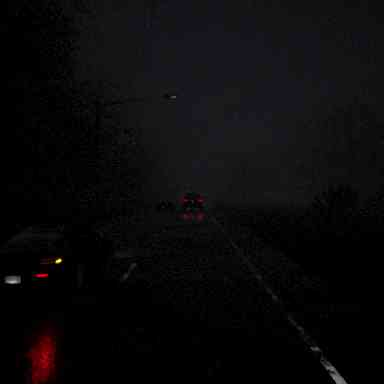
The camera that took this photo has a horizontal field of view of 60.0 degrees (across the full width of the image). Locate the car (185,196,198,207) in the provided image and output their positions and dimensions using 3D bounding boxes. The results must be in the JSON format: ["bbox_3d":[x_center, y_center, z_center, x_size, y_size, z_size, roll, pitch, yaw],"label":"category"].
[{"bbox_3d":[-0.019,1.365,48.865,1.812,1.442,4.674,0,0,0],"label":"car"}]

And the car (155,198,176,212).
[{"bbox_3d":[-2.887,1.356,36.732,1.882,1.535,5.008,0,0,2],"label":"car"}]

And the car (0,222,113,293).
[{"bbox_3d":[-3.406,1.496,8.646,1.812,1.442,4.674,0,0,0],"label":"car"}]

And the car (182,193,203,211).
[{"bbox_3d":[0.079,1.097,37.805,2.150,2.045,5.566,0,0,0],"label":"car"}]
